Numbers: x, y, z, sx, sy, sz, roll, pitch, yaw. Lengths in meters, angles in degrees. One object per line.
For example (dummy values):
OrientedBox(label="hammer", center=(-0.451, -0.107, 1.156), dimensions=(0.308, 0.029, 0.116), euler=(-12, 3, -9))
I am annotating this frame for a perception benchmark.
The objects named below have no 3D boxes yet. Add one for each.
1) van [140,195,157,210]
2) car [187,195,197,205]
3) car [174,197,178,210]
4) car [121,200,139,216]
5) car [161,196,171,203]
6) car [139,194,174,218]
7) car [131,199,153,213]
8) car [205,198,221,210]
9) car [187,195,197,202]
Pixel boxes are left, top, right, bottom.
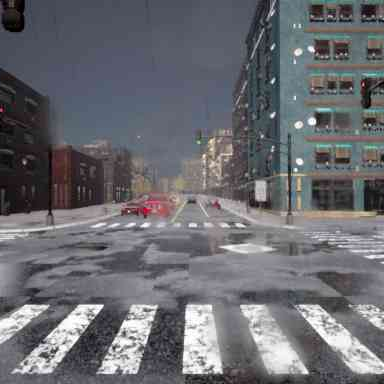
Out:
OrientedBox(label="van", center=(-5.673, 1.352, 43.930), dimensions=(1.690, 1.788, 3.998), euler=(1, 0, 0))
OrientedBox(label="car", center=(0.000, 1.562, 60.231), dimensions=(2.033, 1.411, 5.357), euler=(0, 0, 0))
OrientedBox(label="car", center=(-3.089, 1.535, 41.434), dimensions=(1.812, 1.442, 4.674), euler=(0, 0, 0))
OrientedBox(label="car", center=(-5.753, 1.553, 32.561), dimensions=(1.887, 1.381, 4.507), euler=(1, 0, 0))
OrientedBox(label="car", center=(-5.678, 1.601, 72.363), dimensions=(1.802, 1.307, 4.206), euler=(1, 0, 0))
OrientedBox(label="car", center=(-3.107, 1.229, 30.347), dimensions=(2.150, 2.045, 5.566), euler=(0, 0, 0))
OrientedBox(label="car", center=(-5.677, 1.554, 38.243), dimensions=(1.887, 1.381, 4.507), euler=(1, 0, 0))
OrientedBox(label="car", center=(2.705, 1.451, 43.991), dimensions=(1.967, 1.590, 4.097), euler=(1, 0, 0))
OrientedBox(label="car", center=(-0.001, 1.403, 70.657), dimensions=(1.994, 1.385, 4.181), euler=(0, 0, 0))
